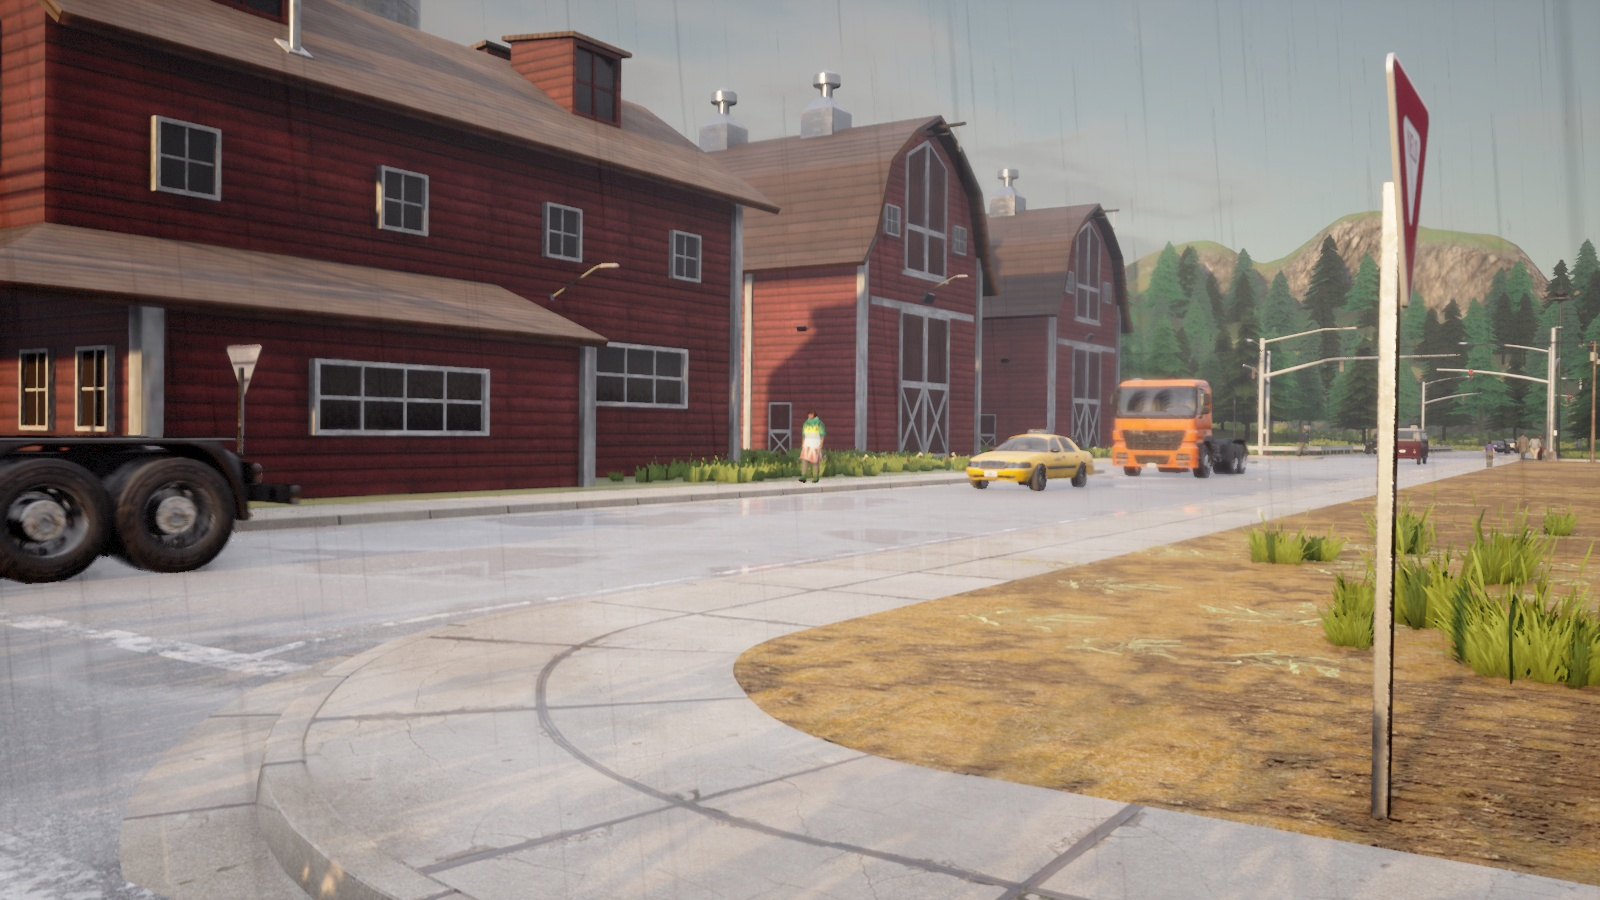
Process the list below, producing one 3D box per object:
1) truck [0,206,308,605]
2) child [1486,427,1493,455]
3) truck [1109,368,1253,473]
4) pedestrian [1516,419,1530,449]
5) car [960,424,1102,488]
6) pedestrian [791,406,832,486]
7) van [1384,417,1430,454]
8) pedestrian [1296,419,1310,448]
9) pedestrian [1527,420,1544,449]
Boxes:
[{"bbox_3d":[-8.796,-0.370,10.959,2.891,3.462,7.936,0,1,40],"label":"truck"},{"bbox_3d":[31.159,-0.422,56.749,0.270,1.263,0.437,0,1,28],"label":"child"},{"bbox_3d":[13.871,-1.064,45.198,2.891,3.462,7.936,0,1,33],"label":"truck"},{"bbox_3d":[47.152,-1.047,81.891,0.659,1.952,0.873,0,1,36],"label":"pedestrian"},{"bbox_3d":[6.237,0.103,33.330,1.801,1.575,5.366,0,1,33],"label":"car"},{"bbox_3d":[0.297,-0.104,31.456,0.659,1.952,0.873,0,1,33],"label":"pedestrian"},{"bbox_3d":[33.530,-0.818,69.318,1.775,1.987,4.442,0,1,33],"label":"van"},{"bbox_3d":[32.444,-1.075,80.936,0.726,1.842,0.402,-1,1,-9],"label":"pedestrian"},{"bbox_3d":[47.584,-1.025,81.258,0.874,1.855,0.900,0,1,34],"label":"pedestrian"}]
